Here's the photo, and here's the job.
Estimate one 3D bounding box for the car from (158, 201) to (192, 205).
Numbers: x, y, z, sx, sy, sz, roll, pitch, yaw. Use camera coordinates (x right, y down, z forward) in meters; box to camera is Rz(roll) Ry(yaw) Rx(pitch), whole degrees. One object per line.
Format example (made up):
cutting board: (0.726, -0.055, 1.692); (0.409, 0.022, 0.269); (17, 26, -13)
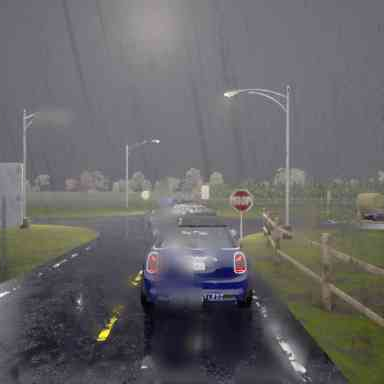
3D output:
car: (-0.492, 1.498, 19.963); (2.128, 1.511, 4.902); (-1, -1, 39)

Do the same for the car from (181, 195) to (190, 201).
car: (-1.603, 1.454, 82.375); (2.128, 1.511, 4.902); (0, 0, -2)

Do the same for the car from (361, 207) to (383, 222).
car: (15.159, 1.544, 24.216); (5.357, 1.411, 2.033); (0, 0, 10)

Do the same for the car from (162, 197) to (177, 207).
car: (-3.500, 1.517, 52.498); (2.033, 1.411, 5.357); (0, 0, -1)

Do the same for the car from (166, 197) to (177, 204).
car: (-3.743, 1.559, 62.608); (1.895, 1.301, 4.718); (0, 0, -1)

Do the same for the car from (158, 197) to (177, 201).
car: (-3.280, 1.457, 42.540); (1.882, 1.535, 5.008); (0, 0, -1)

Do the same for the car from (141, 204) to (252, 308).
car: (0.074, 1.351, 8.090); (2.097, 1.767, 4.553); (0, 0, 0)

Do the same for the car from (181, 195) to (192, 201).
car: (-0.979, 1.514, 67.358); (1.994, 1.385, 4.181); (0, 0, -2)
